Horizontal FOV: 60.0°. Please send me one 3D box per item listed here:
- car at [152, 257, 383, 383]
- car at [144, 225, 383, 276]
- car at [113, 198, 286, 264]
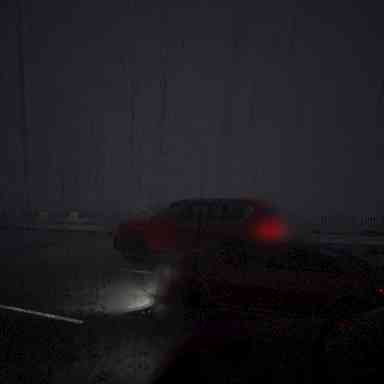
[{"bbox_3d":[1.902,1.525,2.236,4.674,1.442,1.812,0,0,24],"label":"car"},{"bbox_3d":[1.462,1.561,6.261,4.181,1.385,1.994,0,0,24],"label":"car"},{"bbox_3d":[0.187,1.218,10.655,5.566,2.045,2.150,0,0,24],"label":"car"}]
